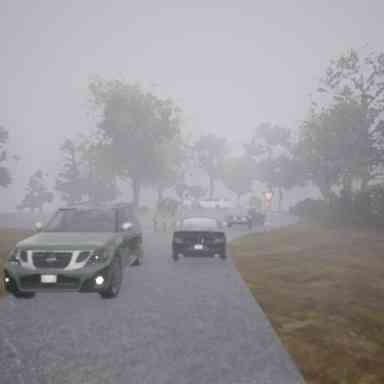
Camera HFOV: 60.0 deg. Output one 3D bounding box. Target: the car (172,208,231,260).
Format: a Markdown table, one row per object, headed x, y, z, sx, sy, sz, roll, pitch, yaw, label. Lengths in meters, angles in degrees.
| x | y | z | sx | sy | sz | roll | pitch | yaw | label |
| --- | --- | --- | --- | --- | --- | --- | --- | --- | --- |
| 0.363 | 1.638 | 13.147 | 1.882 | 1.535 | 5.008 | 0 | -1 | 4 | car |

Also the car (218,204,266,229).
| x | y | z | sx | sy | sz | roll | pitch | yaw | label |
| --- | --- | --- | --- | --- | --- | --- | --- | --- | --- |
| 4.002 | 1.846 | 24.608 | 2.033 | 1.411 | 5.357 | 0 | -1 | 26 | car |

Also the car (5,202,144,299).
| x | y | z | sx | sy | sz | roll | pitch | yaw | label |
| --- | --- | --- | --- | --- | --- | --- | --- | --- | --- |
| -2.708 | 1.333 | 9.117 | 2.150 | 2.045 | 5.566 | 0 | -1 | 0 | car |

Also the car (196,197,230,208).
| x | y | z | sx | sy | sz | roll | pitch | yaw | label |
| --- | --- | --- | --- | --- | --- | --- | --- | --- | --- |
| 3.189 | 1.829 | 50.156 | 5.566 | 2.045 | 2.150 | -1 | -2 | 40 | car |
